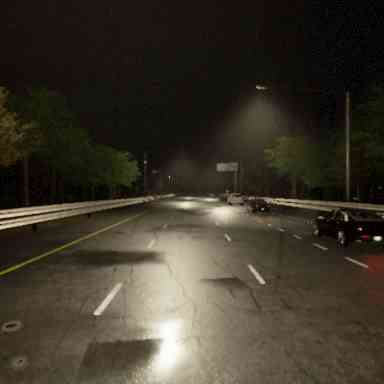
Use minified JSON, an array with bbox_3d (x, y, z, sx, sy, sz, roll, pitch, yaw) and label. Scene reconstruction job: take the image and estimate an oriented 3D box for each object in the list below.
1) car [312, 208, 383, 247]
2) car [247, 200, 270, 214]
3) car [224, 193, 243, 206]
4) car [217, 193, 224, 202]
[{"bbox_3d":[7.009,1.505,14.968,1.837,1.490,4.892,0,0,0],"label":"car"},{"bbox_3d":[7.063,1.542,35.404,1.812,1.442,4.674,0,0,0],"label":"car"},{"bbox_3d":[7.157,1.261,55.451,2.150,2.045,5.566,0,0,0],"label":"car"},{"bbox_3d":[7.301,1.384,75.995,2.097,1.767,4.553,0,0,0],"label":"car"}]
